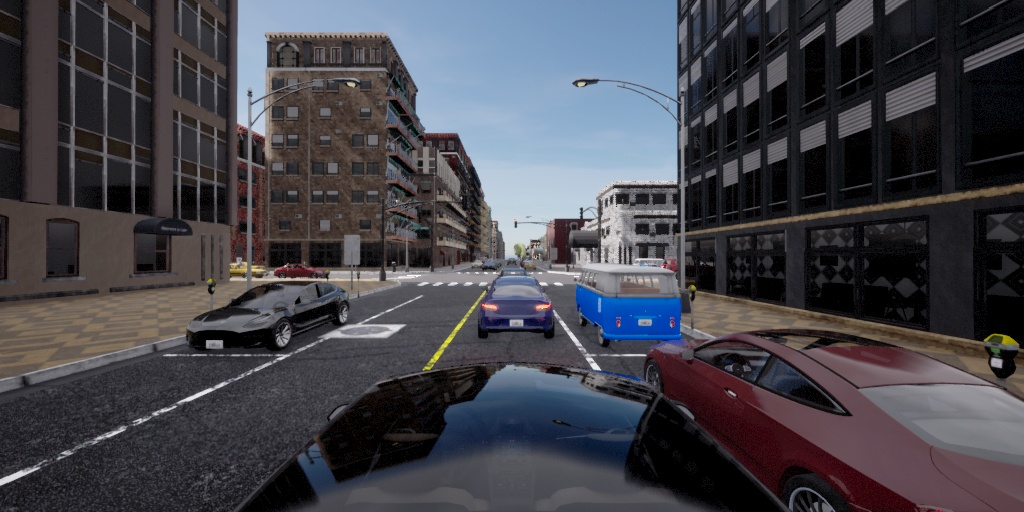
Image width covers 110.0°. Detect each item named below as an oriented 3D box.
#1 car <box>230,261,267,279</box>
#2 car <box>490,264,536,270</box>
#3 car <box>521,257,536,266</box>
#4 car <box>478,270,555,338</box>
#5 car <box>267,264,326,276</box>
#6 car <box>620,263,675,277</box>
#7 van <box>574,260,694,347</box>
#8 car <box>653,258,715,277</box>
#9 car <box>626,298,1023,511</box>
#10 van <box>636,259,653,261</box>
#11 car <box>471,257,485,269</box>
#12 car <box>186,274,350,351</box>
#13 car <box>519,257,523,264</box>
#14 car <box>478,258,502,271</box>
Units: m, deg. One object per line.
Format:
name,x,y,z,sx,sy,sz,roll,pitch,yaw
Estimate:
car,-22.963,1.216,29.801,4.829,1.417,1.751,0,0,0
car,0.090,1.318,18.462,1.994,1.385,4.181,0,0,0
car,2.684,1.311,53.967,1.751,1.417,4.829,0,0,0
car,0.100,1.277,10.010,1.812,1.442,4.674,0,0,0
car,-17.471,1.284,29.815,4.207,1.307,1.802,0,0,0
car,13.398,1.418,35.706,4.718,1.301,1.895,0,0,1
van,2.656,1.092,9.010,1.690,1.789,3.998,0,0,0
car,14.916,1.108,29.896,5.009,1.841,2.192,0,0,0
car,2.657,1.332,3.321,1.802,1.307,4.207,0,0,0
van,14.893,1.175,38.276,3.998,1.789,1.690,0,0,0
car,-5.698,1.318,59.164,1.751,1.417,4.829,0,0,0
car,-5.691,1.317,9.035,1.948,1.339,4.313,0,0,0
car,2.683,1.382,64.875,1.802,1.307,4.207,0,0,0
car,-3.067,1.329,50.642,2.033,1.411,5.357,0,0,3
